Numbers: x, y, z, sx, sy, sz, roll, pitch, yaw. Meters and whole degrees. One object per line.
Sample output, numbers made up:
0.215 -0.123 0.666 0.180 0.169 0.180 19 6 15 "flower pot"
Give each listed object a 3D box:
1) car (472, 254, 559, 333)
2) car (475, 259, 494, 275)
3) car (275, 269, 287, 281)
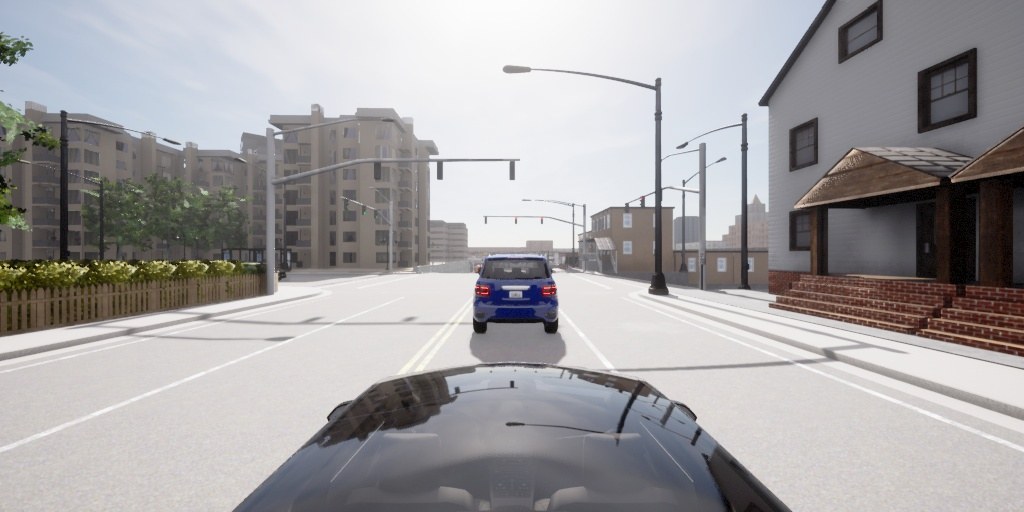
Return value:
0.101 0.971 10.877 2.150 2.045 5.566 0 0 0 "car"
-3.561 1.506 46.897 2.097 1.767 4.553 1 -5 0 "car"
-20.346 1.255 28.079 4.892 1.490 1.837 0 0 1 "car"
